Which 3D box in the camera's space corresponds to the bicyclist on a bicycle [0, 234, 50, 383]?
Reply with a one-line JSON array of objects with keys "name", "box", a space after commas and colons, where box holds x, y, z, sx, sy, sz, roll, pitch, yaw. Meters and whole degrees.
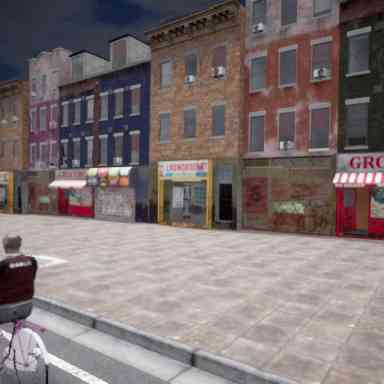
[{"name": "bicyclist on a bicycle", "box": [-2.229, 1.370, 3.952, 1.843, 1.776, 0.659, 0, 0, 36]}]
